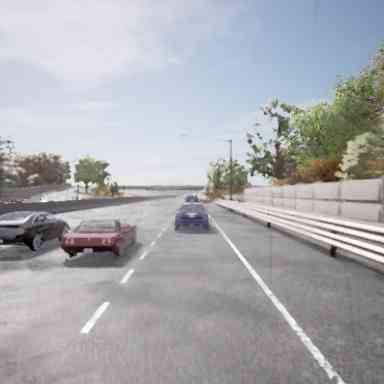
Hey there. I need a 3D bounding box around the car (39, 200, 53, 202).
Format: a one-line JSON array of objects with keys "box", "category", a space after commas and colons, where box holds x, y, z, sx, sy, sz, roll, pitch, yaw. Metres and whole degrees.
[{"box": [-21.054, 1.842, 47.948, 2.033, 1.411, 5.357, 0, 0, 1], "category": "car"}]

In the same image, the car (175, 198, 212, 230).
[{"box": [-0.006, 1.470, 22.095, 2.097, 1.767, 4.553, 0, 0, 0], "category": "car"}]

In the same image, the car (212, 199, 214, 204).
[{"box": [4.562, 2.434, 90.387, 1.994, 1.385, 4.181, 0, -2, 20], "category": "car"}]

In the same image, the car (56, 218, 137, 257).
[{"box": [-3.403, 1.668, 13.180, 1.895, 1.301, 4.718, 0, 0, 0], "category": "car"}]

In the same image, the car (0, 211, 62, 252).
[{"box": [-6.901, 1.565, 14.326, 2.128, 1.511, 4.902, 0, 0, 0], "category": "car"}]

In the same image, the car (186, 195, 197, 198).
[{"box": [-0.012, 1.551, 52.869, 2.150, 2.045, 5.566, 0, 0, 0], "category": "car"}]
